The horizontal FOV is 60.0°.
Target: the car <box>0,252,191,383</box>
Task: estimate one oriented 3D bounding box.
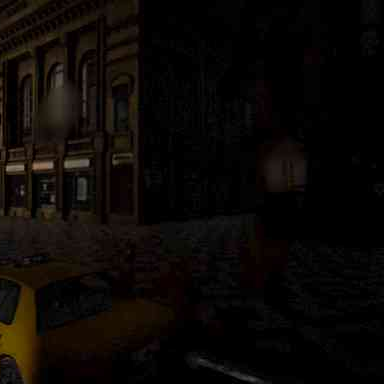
[{"bbox_3d":[-2.292,1.523,4.598,4.829,1.417,1.752,0,0,36],"label":"car"}]
